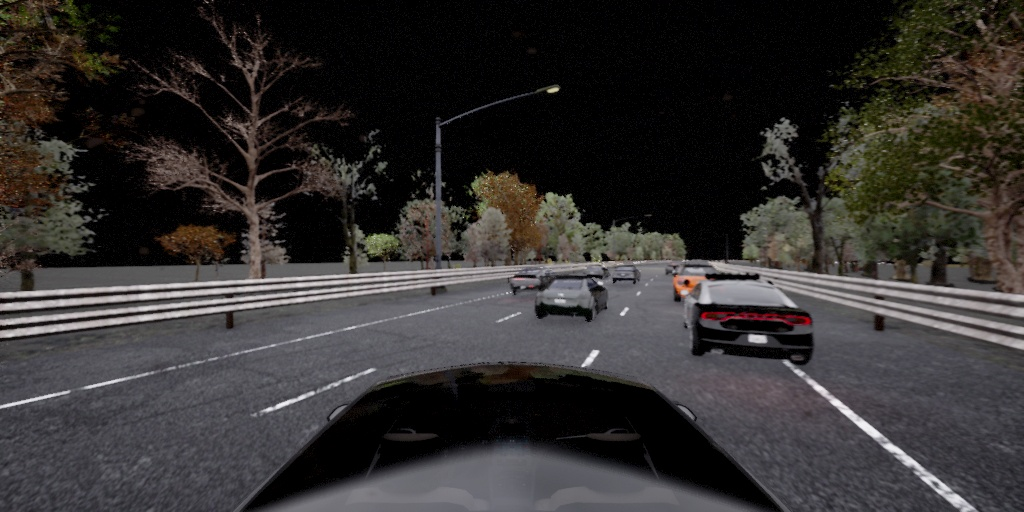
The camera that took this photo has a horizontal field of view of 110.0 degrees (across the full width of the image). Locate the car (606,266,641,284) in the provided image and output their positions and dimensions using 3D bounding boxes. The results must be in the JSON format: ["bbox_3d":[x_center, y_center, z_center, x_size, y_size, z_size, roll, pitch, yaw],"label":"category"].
[{"bbox_3d":[9.494,1.497,29.594,2.033,1.411,5.357,0,-1,24],"label":"car"}]

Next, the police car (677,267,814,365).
[{"bbox_3d":[5.136,1.210,8.437,1.930,1.638,5.238,0,-1,23],"label":"police car"}]

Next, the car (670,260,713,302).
[{"bbox_3d":[8.949,1.197,17.395,2.097,1.767,4.553,0,-1,23],"label":"car"}]

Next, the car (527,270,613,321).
[{"bbox_3d":[2.293,1.398,13.090,1.994,1.385,4.181,0,0,23],"label":"car"}]

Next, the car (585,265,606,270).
[{"bbox_3d":[8.413,1.570,35.648,1.994,1.385,4.181,0,-1,25],"label":"car"}]

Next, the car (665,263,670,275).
[{"bbox_3d":[19.724,1.531,43.518,2.128,1.511,4.902,0,-1,26],"label":"car"}]

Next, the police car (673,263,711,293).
[{"bbox_3d":[11.382,1.311,22.949,1.930,1.638,5.238,0,-1,24],"label":"police car"}]

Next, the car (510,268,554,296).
[{"bbox_3d":[1.511,1.387,20.164,2.128,1.511,4.902,0,-1,23],"label":"car"}]
